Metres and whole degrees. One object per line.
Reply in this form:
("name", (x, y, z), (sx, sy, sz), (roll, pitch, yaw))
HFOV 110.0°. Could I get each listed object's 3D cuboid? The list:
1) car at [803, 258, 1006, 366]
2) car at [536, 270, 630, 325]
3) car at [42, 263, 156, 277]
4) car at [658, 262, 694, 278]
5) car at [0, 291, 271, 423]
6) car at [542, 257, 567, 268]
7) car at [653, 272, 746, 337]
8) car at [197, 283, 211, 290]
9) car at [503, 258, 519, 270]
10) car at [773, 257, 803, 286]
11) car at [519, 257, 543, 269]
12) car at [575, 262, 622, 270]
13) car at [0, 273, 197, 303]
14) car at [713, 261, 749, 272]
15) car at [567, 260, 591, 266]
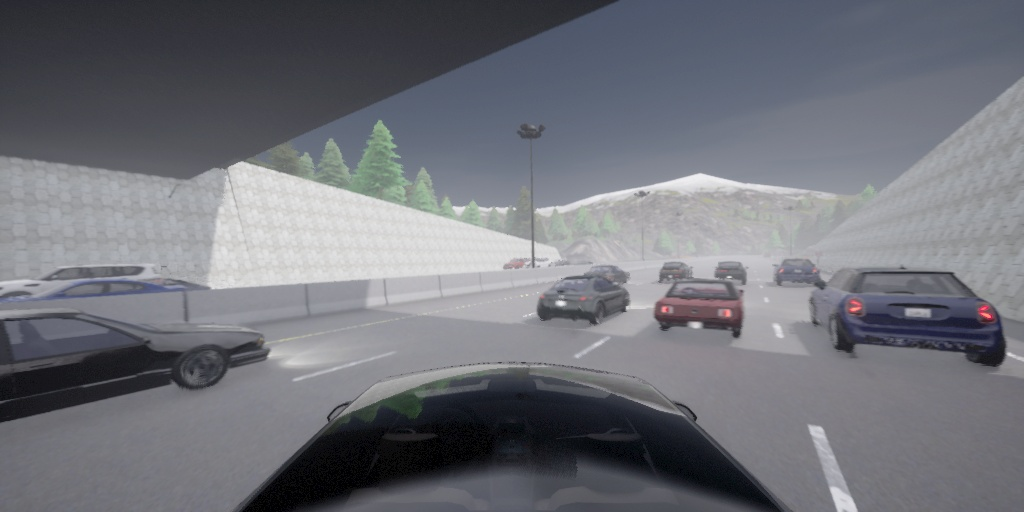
("car", (8.237, 0.995, 8.025), (2.097, 1.767, 4.553), (-1, 0, 33))
("car", (2.509, 1.327, 12.045), (1.994, 1.385, 4.181), (-1, 0, 33))
("car", (-19.910, 1.396, 16.548), (2.150, 2.045, 5.566), (-1, 0, 33))
("car", (12.375, 1.181, 27.037), (1.837, 1.490, 4.892), (-1, 0, 33))
("car", (-6.500, 1.426, 4.726), (2.033, 1.411, 5.357), (-1, 0, 33))
("car", (6.712, 1.145, 50.449), (2.128, 1.511, 4.902), (-1, 0, 33))
("car", (5.469, 1.303, 10.175), (1.895, 1.301, 4.718), (-1, 0, 33))
("car", (-16.094, 1.669, 15.971), (1.994, 1.385, 4.181), (-1, 0, 33))
("car", (0.850, 1.300, 54.272), (2.150, 2.045, 5.566), (-1, 0, 33))
("car", (18.054, 0.908, 22.938), (2.097, 1.767, 4.553), (-1, 0, 33))
("car", (3.773, 1.239, 52.347), (2.150, 2.045, 5.566), (-1, 0, 33))
("car", (6.446, 1.311, 24.391), (2.033, 1.411, 5.357), (-1, 0, 33))
("car", (-14.380, 1.533, 12.212), (1.882, 1.535, 5.008), (-1, 0, 33))
("car", (15.305, 1.120, 25.124), (1.837, 1.490, 4.892), (-1, 0, 33))
("car", (9.640, 1.401, 48.523), (1.837, 1.490, 4.892), (-1, 0, 33))
